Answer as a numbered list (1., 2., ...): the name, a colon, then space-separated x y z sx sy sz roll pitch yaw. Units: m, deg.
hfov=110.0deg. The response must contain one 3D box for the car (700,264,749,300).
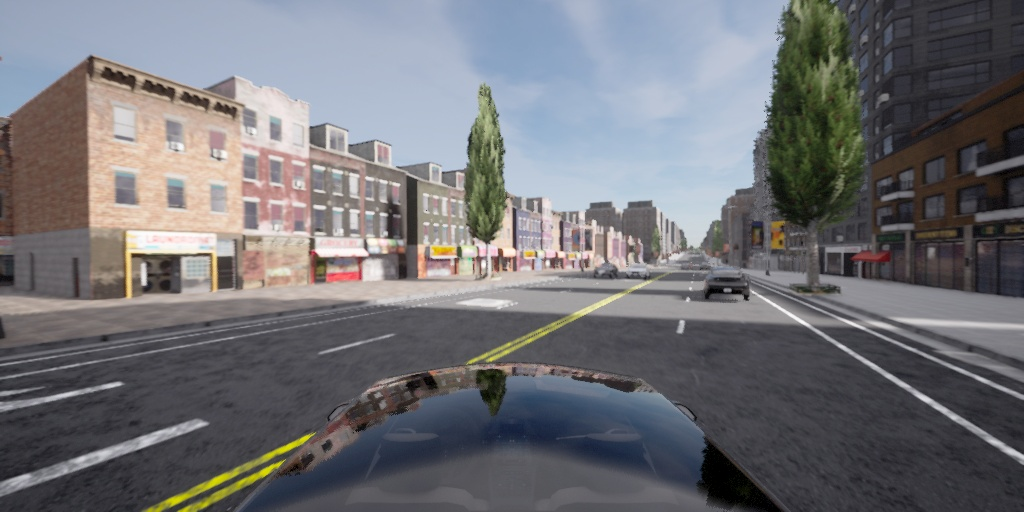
1. car: 10.821 1.325 18.309 1.837 1.490 4.892 0 0 27

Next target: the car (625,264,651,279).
1. car: 12.846 1.513 36.363 1.812 1.442 4.674 0 -1 27

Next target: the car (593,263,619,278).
1. car: 9.959 1.485 37.856 2.128 1.511 4.902 0 -1 27
